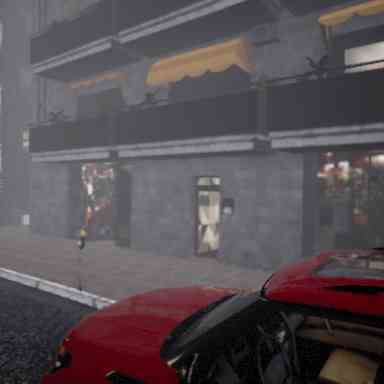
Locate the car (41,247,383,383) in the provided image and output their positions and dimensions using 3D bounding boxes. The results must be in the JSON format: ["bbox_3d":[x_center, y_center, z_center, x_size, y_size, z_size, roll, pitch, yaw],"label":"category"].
[{"bbox_3d":[1.192,1.315,2.008,5.009,1.841,2.192,1,1,36],"label":"car"}]
